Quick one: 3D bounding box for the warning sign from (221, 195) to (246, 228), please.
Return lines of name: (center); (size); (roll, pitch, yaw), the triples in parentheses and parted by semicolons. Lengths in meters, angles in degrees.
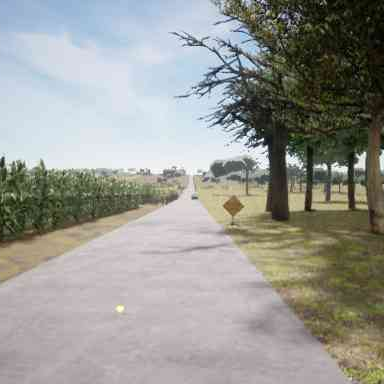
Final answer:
warning sign: (2.491, 1.137, 20.118); (1.300, 1.860, 1.060); (3, 2, 0)
